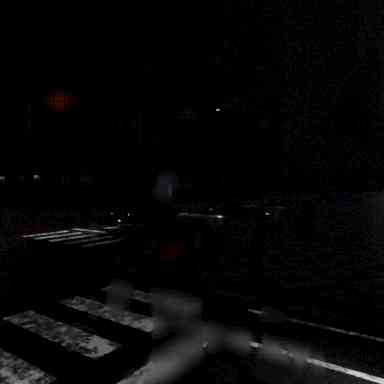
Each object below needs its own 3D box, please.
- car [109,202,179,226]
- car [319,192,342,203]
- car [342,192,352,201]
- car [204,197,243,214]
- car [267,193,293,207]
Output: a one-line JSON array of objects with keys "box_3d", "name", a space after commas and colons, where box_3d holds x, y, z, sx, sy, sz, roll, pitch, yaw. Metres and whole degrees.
[{"box_3d": [-2.998, 1.354, 21.435, 1.895, 1.301, 4.718, 0, 1, 36], "name": "car"}, {"box_3d": [19.549, 0.815, 47.447, 1.837, 1.490, 4.892, 0, 1, 36], "name": "car"}, {"box_3d": [25.433, 0.654, 55.675, 1.882, 1.535, 5.008, 0, 1, 36], "name": "car"}, {"box_3d": [2.951, 1.143, 29.733, 1.812, 1.442, 4.674, 0, 1, 36], "name": "car"}, {"box_3d": [10.836, 0.914, 40.733, 1.882, 1.535, 5.008, 0, 1, 36], "name": "car"}]
